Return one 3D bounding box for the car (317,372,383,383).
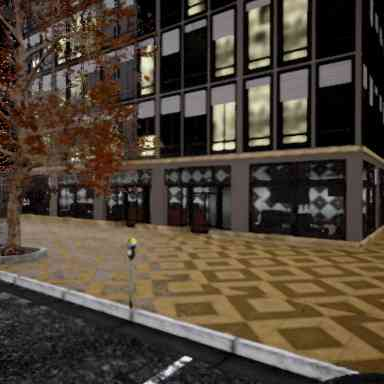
[{"bbox_3d":[2.453,1.551,1.122,4.403,1.369,2.008,0,0,35],"label":"car"}]
